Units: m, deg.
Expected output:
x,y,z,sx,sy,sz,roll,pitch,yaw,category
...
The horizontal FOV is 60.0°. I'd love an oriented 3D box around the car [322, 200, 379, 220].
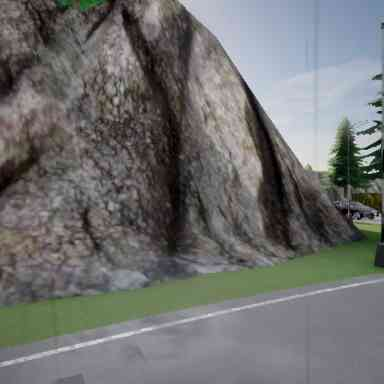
x,y,z,sx,sy,sz,roll,pitch,yaw,category
13.446,1.492,28.490,2.128,1.511,4.902,0,0,-25,car
